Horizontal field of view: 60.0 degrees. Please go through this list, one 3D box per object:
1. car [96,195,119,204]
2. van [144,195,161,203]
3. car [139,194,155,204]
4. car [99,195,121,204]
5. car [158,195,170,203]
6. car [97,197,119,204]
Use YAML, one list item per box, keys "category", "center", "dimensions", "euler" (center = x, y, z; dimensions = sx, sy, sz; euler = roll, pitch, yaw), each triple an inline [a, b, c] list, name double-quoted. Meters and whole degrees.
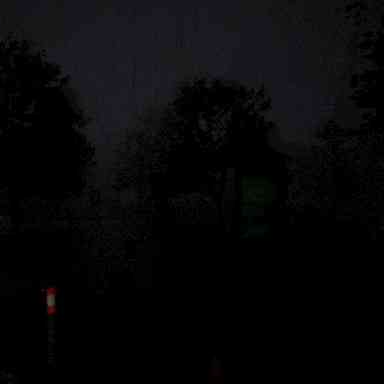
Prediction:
- category: "car"
  center: [-20.952, 1.817, 82.333]
  dimensions: [5.566, 2.045, 2.435]
  euler: [0, -1, -17]
- category: "van"
  center: [-10.668, 1.917, 90.214]
  dimensions: [4.442, 1.987, 1.878]
  euler: [0, -2, -17]
- category: "car"
  center: [-9.602, 1.485, 69.663]
  dimensions: [2.150, 2.045, 5.566]
  euler: [0, -1, 5]
- category: "car"
  center: [-19.349, 1.690, 77.113]
  dimensions: [5.566, 2.045, 2.435]
  euler: [0, -1, -17]
- category: "car"
  center: [-8.787, 1.718, 84.316]
  dimensions: [5.566, 2.045, 2.435]
  euler: [0, -1, -17]
- category: "car"
  center: [-20.151, 2.003, 79.652]
  dimensions: [4.892, 1.521, 2.231]
  euler: [0, -1, -17]
